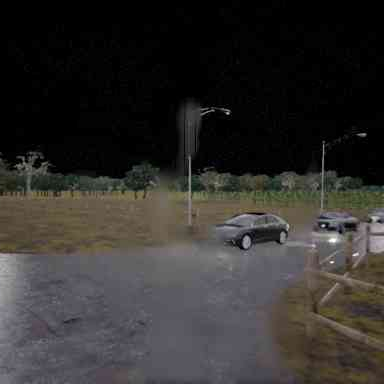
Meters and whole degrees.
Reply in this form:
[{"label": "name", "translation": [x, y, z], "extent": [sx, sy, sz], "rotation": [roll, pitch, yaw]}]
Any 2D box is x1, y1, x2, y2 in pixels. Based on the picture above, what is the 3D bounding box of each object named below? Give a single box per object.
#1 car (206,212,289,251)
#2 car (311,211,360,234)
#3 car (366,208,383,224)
[{"label": "car", "translation": [2.765, 1.755, 15.737], "extent": [4.892, 1.490, 1.837], "rotation": [2, 0, -44]}, {"label": "car", "translation": [9.834, 2.028, 22.754], "extent": [4.181, 1.385, 1.994], "rotation": [2, 0, -45]}, {"label": "car", "translation": [17.498, 2.208, 30.392], "extent": [4.902, 1.511, 2.128], "rotation": [2, 0, -45]}]
